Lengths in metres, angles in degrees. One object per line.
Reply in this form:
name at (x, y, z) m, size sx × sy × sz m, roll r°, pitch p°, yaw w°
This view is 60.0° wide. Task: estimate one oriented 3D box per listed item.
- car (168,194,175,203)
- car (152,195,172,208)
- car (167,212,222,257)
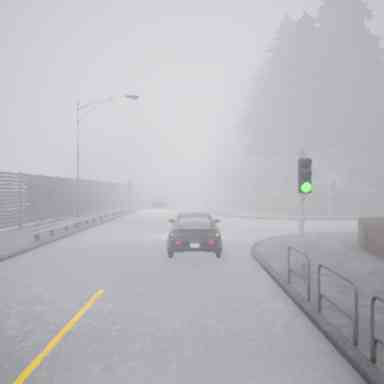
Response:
car at (-4.033, 1.213, 59.484) m, size 1.837 × 1.490 × 4.892 m, roll 0°, pitch 0°, yaw 1°
car at (-4.081, 1.387, 43.353) m, size 1.895 × 1.301 × 4.718 m, roll 0°, pitch 0°, yaw 0°
car at (0.092, 1.463, 12.567) m, size 1.812 × 1.442 × 4.674 m, roll 0°, pitch 0°, yaw 0°
